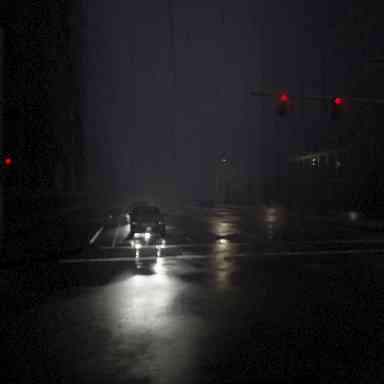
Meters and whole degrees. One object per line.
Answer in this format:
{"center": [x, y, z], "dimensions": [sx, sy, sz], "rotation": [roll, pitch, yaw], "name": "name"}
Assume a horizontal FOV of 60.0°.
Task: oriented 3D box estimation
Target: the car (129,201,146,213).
{"center": [-6.571, 1.733, 39.952], "dimensions": [1.895, 1.301, 4.718], "rotation": [0, 0, -11], "name": "car"}

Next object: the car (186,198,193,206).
{"center": [0.151, 1.753, 61.265], "dimensions": [1.812, 1.442, 4.674], "rotation": [0, 0, -11], "name": "car"}

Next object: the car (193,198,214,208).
{"center": [2.094, 1.687, 51.305], "dimensions": [2.128, 1.511, 4.902], "rotation": [0, 0, -10], "name": "car"}

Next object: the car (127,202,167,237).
{"center": [-2.544, 1.555, 18.681], "dimensions": [2.128, 1.511, 4.902], "rotation": [0, 0, -10], "name": "car"}
